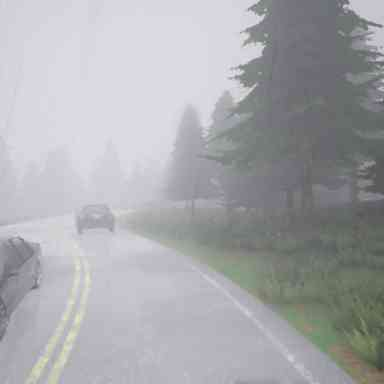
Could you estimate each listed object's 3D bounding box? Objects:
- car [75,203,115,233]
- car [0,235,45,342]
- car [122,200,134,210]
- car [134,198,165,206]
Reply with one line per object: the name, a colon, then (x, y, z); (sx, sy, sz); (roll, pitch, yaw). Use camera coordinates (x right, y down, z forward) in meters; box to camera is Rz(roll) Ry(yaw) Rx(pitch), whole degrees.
car: (-6.168, 1.460, 20.838); (2.097, 1.767, 4.553); (1, 0, -21)
car: (-4.175, 1.602, 6.402); (2.033, 1.411, 5.357); (0, 0, -14)
car: (-8.226, 1.837, 48.490); (1.812, 1.442, 4.674); (-4, -3, 28)
car: (-5.535, 1.584, 46.547); (1.882, 1.535, 5.008); (-4, -3, 26)
